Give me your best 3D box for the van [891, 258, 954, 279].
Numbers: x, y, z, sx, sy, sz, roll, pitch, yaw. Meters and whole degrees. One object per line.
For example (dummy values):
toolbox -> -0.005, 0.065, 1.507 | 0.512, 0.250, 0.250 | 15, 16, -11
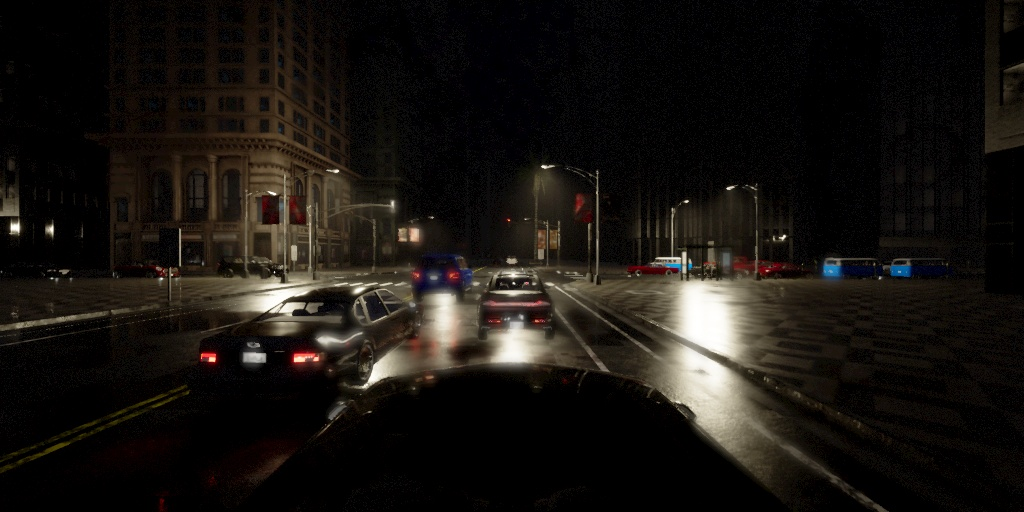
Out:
van -> 34.101, 1.080, 29.838 | 3.998, 1.789, 1.690 | 0, 0, 0

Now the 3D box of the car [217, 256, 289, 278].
car -> -23.445, 0.996, 32.529 | 5.566, 2.045, 2.150 | 0, 0, 0

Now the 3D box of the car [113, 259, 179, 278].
car -> -33.163, 1.138, 32.582 | 4.553, 1.767, 2.097 | 0, 0, 0

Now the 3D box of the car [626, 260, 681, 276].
car -> 13.893, 1.335, 35.691 | 4.718, 1.301, 1.895 | 0, 0, 2

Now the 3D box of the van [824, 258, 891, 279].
van -> 28.425, 1.082, 29.836 | 3.998, 1.789, 1.690 | 0, 0, 0

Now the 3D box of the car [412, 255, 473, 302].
car -> -3.152, 0.972, 17.153 | 2.150, 2.045, 5.566 | 0, 0, 0

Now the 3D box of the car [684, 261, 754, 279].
car -> 17.069, 1.299, 29.831 | 4.403, 1.370, 2.007 | 0, 0, 0

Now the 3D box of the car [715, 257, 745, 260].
car -> 22.742, 1.035, 38.358 | 5.009, 1.841, 2.192 | 0, 0, 0

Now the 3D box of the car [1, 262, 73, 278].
car -> -43.146, 1.289, 32.636 | 4.902, 1.511, 2.128 | 0, 0, 0

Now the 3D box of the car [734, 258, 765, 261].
car -> 24.262, 1.204, 35.694 | 5.008, 1.535, 1.882 | 0, 0, 0

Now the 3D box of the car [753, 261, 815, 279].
car -> 22.747, 1.326, 29.833 | 4.207, 1.307, 1.802 | 0, 0, 0

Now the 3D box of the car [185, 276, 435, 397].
car -> -3.148, 1.297, 6.912 | 2.033, 1.411, 5.357 | 0, 0, 0

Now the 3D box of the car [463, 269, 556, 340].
car -> 0.093, 1.240, 9.981 | 2.128, 1.511, 4.902 | 0, 0, 0

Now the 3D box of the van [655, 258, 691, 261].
van -> 17.064, 1.065, 38.356 | 3.998, 1.789, 1.690 | 0, 0, 0
